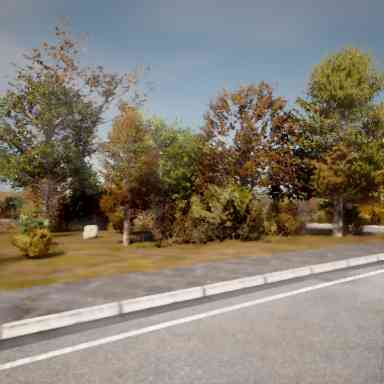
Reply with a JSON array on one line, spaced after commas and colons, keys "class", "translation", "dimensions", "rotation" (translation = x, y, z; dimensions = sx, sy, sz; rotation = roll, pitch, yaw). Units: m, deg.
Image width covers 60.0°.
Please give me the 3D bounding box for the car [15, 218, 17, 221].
[{"class": "car", "translation": [-40.287, 6.197, 79.926], "dimensions": [4.902, 1.511, 2.128], "rotation": [-2, -3, 17]}]
